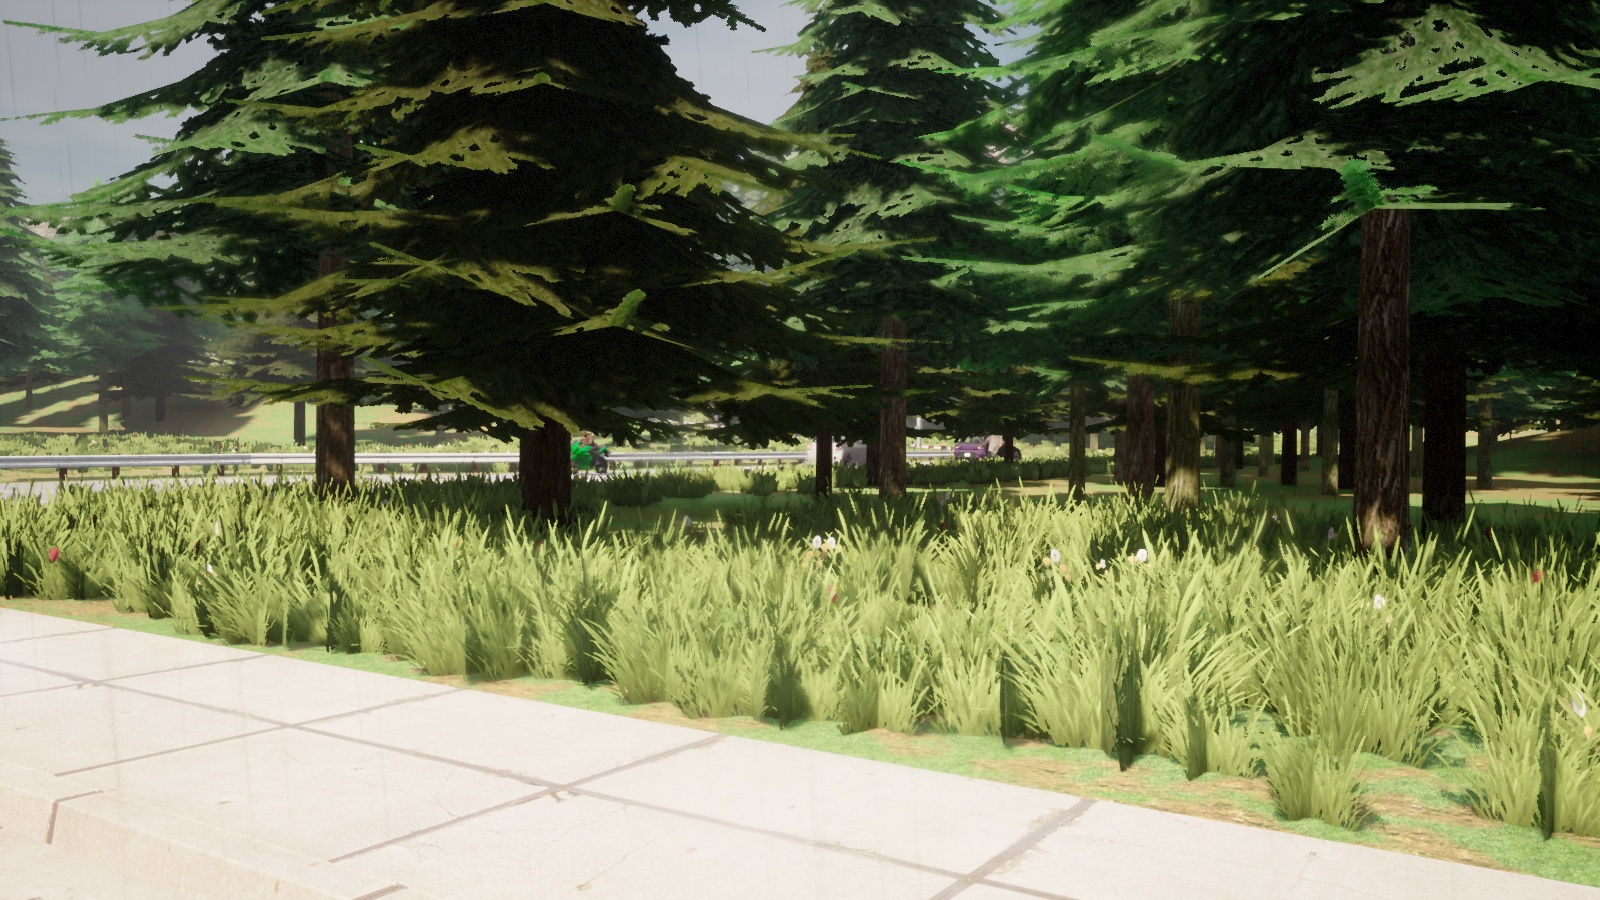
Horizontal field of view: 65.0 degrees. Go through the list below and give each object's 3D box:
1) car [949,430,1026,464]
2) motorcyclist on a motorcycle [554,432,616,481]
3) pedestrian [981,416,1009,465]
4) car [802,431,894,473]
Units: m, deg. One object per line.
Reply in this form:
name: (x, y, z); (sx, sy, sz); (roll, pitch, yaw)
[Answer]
car: (8.648, -0.148, 57.729); (1.816, 1.474, 4.193); (0, 1, 35)
motorcyclist on a motorcycle: (-6.980, 0.191, 40.928); (0.797, 1.523, 2.044); (0, 1, 33)
pedestrian: (7.802, -0.390, 50.227); (0.873, 1.952, 0.659); (-1, 1, -32)
car: (1.861, 0.048, 47.903); (1.845, 1.501, 3.633); (0, 1, 34)
